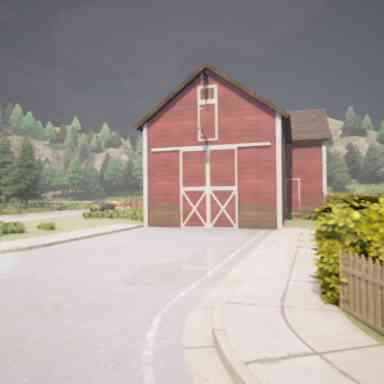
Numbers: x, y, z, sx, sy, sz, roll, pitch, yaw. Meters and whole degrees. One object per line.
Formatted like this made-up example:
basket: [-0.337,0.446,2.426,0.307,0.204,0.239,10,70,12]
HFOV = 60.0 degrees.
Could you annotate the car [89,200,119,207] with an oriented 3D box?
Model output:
car: [-11.837,1.908,43.827,1.816,1.474,4.193,-7,-2,16]

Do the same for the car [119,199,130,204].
car: [-13.009,2.064,61.175,1.882,1.535,5.008,-1,-1,18]
